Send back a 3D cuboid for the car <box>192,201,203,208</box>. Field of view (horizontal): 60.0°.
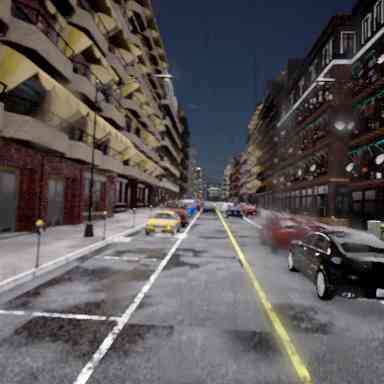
[{"bbox_3d":[1.129,2.587,69.512,1.947,1.339,4.313,4,-1,3],"label":"car"}]

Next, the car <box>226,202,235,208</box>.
[{"bbox_3d":[9.859,3.233,85.584,1.802,1.307,4.206,4,-1,3],"label":"car"}]

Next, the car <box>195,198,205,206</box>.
[{"bbox_3d":[2.052,2.644,86.078,2.192,1.841,5.009,4,-1,3],"label":"car"}]

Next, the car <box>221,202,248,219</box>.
[{"bbox_3d":[4.674,2.232,37.040,2.033,1.411,5.357,2,-1,4],"label":"car"}]

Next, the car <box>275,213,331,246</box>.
[{"bbox_3d":[6.264,2.057,19.319,1.887,1.381,4.507,4,-1,3],"label":"car"}]

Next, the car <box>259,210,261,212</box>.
[{"bbox_3d":[6.566,2.149,24.842,2.008,1.369,4.403,4,-1,3],"label":"car"}]

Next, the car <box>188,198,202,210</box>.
[{"bbox_3d":[0.541,2.141,58.471,2.192,1.841,5.009,4,-1,3],"label":"car"}]

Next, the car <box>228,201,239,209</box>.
[{"bbox_3d":[9.263,2.885,74.542,1.967,1.590,4.097,4,-1,3],"label":"car"}]

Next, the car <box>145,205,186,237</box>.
[{"bbox_3d":[-1.602,1.711,19.649,1.752,1.417,4.829,4,-1,3],"label":"car"}]

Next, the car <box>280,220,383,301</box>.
[{"bbox_3d":[3.937,1.784,8.983,1.837,1.490,4.892,2,-1,3],"label":"car"}]

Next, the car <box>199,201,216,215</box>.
[{"bbox_3d":[2.301,2.291,44.402,1.895,1.301,4.718,2,-1,3],"label":"car"}]

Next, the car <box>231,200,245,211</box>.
[{"bbox_3d":[8.667,2.560,63.499,2.192,1.841,5.009,4,-1,3],"label":"car"}]

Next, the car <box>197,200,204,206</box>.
[{"bbox_3d":[2.338,2.980,91.597,1.887,1.381,4.507,4,-1,3],"label":"car"}]

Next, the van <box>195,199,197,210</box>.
[{"bbox_3d":[-0.671,1.791,36.385,1.690,1.788,3.998,4,-1,3],"label":"van"}]

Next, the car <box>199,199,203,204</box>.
[{"bbox_3d":[0.238,2.045,52.950,2.192,1.841,5.009,4,-1,3],"label":"car"}]

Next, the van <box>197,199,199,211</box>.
[{"bbox_3d":[-0.369,1.883,41.908,1.690,1.788,3.998,4,-1,3],"label":"van"}]

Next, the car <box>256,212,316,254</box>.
[{"bbox_3d":[4.266,1.897,14.974,1.812,1.442,4.674,2,-1,3],"label":"car"}]

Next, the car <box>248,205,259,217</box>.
[{"bbox_3d":[7.476,2.411,41.407,1.887,1.381,4.507,4,-1,3],"label":"car"}]

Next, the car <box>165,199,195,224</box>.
[{"bbox_3d":[-1.275,1.589,25.344,2.192,1.841,5.009,4,-1,3],"label":"car"}]

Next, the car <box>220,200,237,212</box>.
[{"bbox_3d":[5.345,2.423,49.679,1.812,1.442,4.674,2,-1,3],"label":"car"}]
